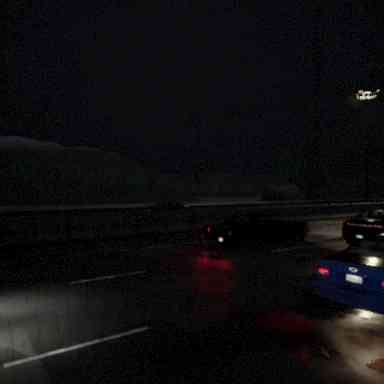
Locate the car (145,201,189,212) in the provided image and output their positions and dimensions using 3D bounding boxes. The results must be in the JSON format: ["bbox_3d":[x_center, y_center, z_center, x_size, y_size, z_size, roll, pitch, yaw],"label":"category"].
[{"bbox_3d":[-2.379,1.519,32.219,4.181,1.385,1.994,0,0,-35],"label":"car"}]

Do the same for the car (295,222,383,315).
[{"bbox_3d":[4.824,1.527,7.145,5.357,1.411,2.033,0,0,-35],"label":"car"}]

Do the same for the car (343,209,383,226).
[{"bbox_3d":[8.219,1.454,13.826,4.902,1.511,2.128,0,0,-35],"label":"car"}]

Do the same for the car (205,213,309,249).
[{"bbox_3d":[2.942,1.573,14.384,4.718,1.301,1.895,0,0,-35],"label":"car"}]
